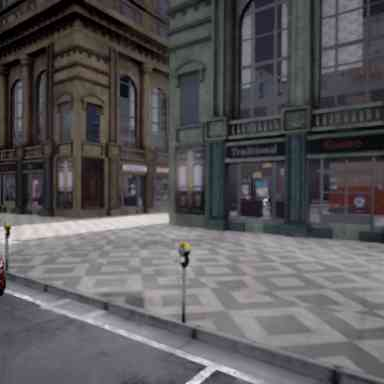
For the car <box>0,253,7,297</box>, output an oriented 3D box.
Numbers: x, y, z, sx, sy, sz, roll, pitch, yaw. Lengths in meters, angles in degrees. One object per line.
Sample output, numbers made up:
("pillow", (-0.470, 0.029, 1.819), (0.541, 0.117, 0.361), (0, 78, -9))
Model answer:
("car", (-5.773, 1.389, 7.070), (4.097, 1.590, 1.967), (0, 0, 35))
